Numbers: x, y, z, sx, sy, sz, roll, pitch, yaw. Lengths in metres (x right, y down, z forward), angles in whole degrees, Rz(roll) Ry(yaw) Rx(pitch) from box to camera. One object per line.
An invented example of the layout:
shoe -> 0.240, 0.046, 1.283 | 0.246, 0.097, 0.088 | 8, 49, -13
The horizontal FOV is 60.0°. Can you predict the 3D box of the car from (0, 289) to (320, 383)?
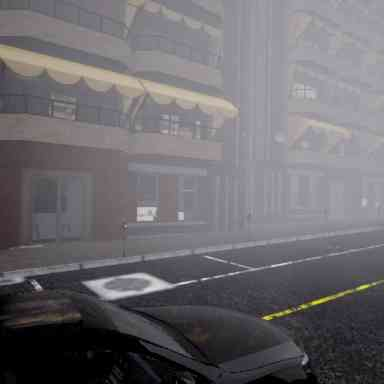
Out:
car -> -1.012, 1.526, 2.442 | 4.674, 1.442, 1.812 | 0, 0, -35
